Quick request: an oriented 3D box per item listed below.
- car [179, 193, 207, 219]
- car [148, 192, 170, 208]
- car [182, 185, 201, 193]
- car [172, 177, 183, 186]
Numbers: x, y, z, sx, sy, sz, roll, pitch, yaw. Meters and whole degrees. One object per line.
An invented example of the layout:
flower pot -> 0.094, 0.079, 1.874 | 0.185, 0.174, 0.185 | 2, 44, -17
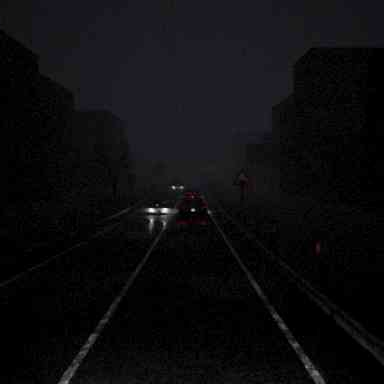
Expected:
car -> 0.067, 1.095, 24.150 | 1.994, 1.385, 4.181 | 1, 2, 0
car -> -3.152, 0.696, 32.797 | 2.033, 1.411, 5.357 | 0, 3, 0
car -> 0.029, 0.166, 41.034 | 1.837, 1.490, 4.892 | 0, 4, 0
car -> -3.125, -2.327, 73.487 | 2.150, 2.045, 5.566 | 0, 3, 0
